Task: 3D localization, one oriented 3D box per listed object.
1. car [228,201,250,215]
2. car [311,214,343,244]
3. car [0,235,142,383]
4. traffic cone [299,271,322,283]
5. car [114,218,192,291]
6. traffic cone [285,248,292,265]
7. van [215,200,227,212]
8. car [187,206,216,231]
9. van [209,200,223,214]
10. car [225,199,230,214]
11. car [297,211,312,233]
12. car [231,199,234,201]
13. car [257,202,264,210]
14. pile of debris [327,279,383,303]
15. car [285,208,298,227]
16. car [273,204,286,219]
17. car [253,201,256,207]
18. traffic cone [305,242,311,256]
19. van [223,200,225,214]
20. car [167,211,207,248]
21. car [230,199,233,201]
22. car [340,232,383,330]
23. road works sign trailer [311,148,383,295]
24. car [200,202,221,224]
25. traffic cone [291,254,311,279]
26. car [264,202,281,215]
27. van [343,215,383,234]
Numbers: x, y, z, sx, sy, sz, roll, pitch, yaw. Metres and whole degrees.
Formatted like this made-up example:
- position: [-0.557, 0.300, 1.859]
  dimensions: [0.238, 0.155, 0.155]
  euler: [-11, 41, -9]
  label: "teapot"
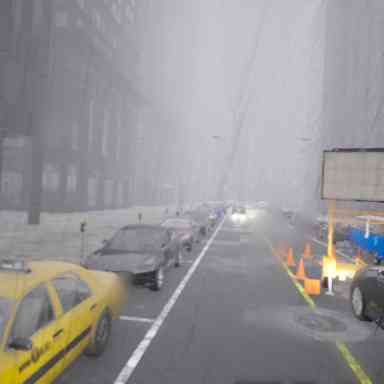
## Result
- position: [6.612, 2.414, 47.045]
  dimensions: [2.128, 1.511, 4.902]
  euler: [3, -1, 8]
  label: "car"
- position: [8.608, 2.231, 19.288]
  dimensions: [2.008, 1.369, 4.403]
  euler: [3, -1, 8]
  label: "car"
- position: [-2.148, 1.455, 3.519]
  dimensions: [1.752, 1.417, 4.829]
  euler: [3, -1, 8]
  label: "car"
- position: [3.008, 2.331, 8.446]
  dimensions: [0.340, 0.340, 0.580]
  euler: [3, -1, 12]
  label: "traffic cone"
- position: [-1.361, 1.605, 9.270]
  dimensions: [1.947, 1.339, 4.313]
  euler: [3, -1, 8]
  label: "car"
- position: [3.495, 2.279, 11.825]
  dimensions: [0.340, 0.580, 0.340]
  euler: [3, -1, 8]
  label: "traffic cone"
- position: [4.778, 2.256, 53.938]
  dimensions: [1.690, 1.788, 3.998]
  euler: [3, -1, 8]
  label: "van"
- position: [0.171, 1.820, 20.437]
  dimensions: [1.947, 1.339, 4.313]
  euler: [3, -1, 8]
  label: "car"
- position: [1.714, 1.813, 31.607]
  dimensions: [1.690, 1.788, 3.998]
  euler: [3, -1, 8]
  label: "van"
- position: [4.014, 2.118, 48.356]
  dimensions: [2.192, 1.841, 5.009]
  euler: [3, -1, 8]
  label: "car"
- position: [9.373, 2.371, 24.871]
  dimensions: [1.802, 1.307, 4.206]
  euler: [3, -1, 8]
  label: "car"
- position: [8.596, 3.049, 81.852]
  dimensions: [1.947, 1.339, 4.313]
  euler: [3, -1, 8]
  label: "car"
- position: [16.291, 3.323, 75.285]
  dimensions: [1.752, 1.417, 4.829]
  euler: [3, -1, 8]
  label: "car"
- position: [4.617, 2.507, 8.385]
  dimensions: [1.860, 0.140, 1.500]
  euler: [3, -1, 4]
  label: "pile of debris"
- position: [10.140, 2.449, 30.454]
  dimensions: [2.008, 1.369, 4.403]
  euler: [3, -1, 8]
  label: "car"
- position: [11.672, 2.663, 41.619]
  dimensions: [1.887, 1.381, 4.507]
  euler: [3, -1, 8]
  label: "car"
- position: [18.570, 3.580, 91.867]
  dimensions: [1.967, 1.590, 4.097]
  euler: [3, -1, 8]
  label: "car"
- position: [4.756, 2.367, 13.669]
  dimensions: [0.340, 0.580, 0.340]
  euler: [3, -1, 8]
  label: "traffic cone"
- position: [2.480, 1.923, 37.190]
  dimensions: [1.690, 1.788, 3.998]
  euler: [3, -1, 8]
  label: "van"
- position: [-0.595, 1.728, 14.854]
  dimensions: [1.802, 1.307, 4.206]
  euler: [3, -1, 8]
  label: "car"
- position: [7.066, 2.798, 70.686]
  dimensions: [1.887, 1.381, 4.507]
  euler: [3, -1, 8]
  label: "car"
- position: [3.944, 1.749, 4.893]
  dimensions: [1.837, 1.490, 4.892]
  euler: [3, 1, 7]
  label: "car"
- position: [4.606, 0.659, 8.728]
  dimensions: [2.380, 3.560, 2.880]
  euler: [3, -1, 16]
  label: "road works sign trailer"
- position: [0.944, 1.803, 26.022]
  dimensions: [1.967, 1.590, 4.097]
  euler: [3, -1, 8]
  label: "car"
- position: [3.223, 2.241, 9.844]
  dimensions: [0.340, 0.580, 0.340]
  euler: [3, -1, 8]
  label: "traffic cone"
- position: [13.216, 2.656, 52.788]
  dimensions: [2.192, 1.841, 5.009]
  euler: [3, -1, 8]
  label: "car"
- position: [7.853, 1.914, 13.708]
  dimensions: [1.690, 1.788, 3.998]
  euler: [3, -1, 8]
  label: "van"
